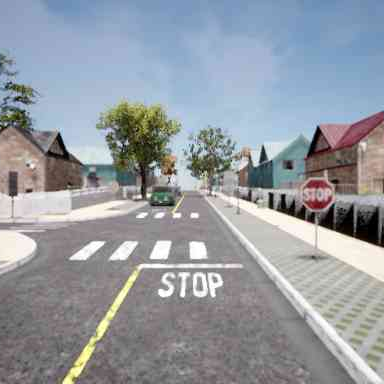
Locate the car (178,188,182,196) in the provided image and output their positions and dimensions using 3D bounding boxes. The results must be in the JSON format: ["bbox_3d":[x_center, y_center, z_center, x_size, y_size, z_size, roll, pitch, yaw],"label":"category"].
[{"bbox_3d":[-2.792,-0.011,56.863,1.837,1.490,4.892,0,2,0],"label":"car"}]

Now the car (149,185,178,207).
[{"bbox_3d":[-2.773,0.394,32.191,2.150,2.045,5.566,0,3,0],"label":"car"}]
